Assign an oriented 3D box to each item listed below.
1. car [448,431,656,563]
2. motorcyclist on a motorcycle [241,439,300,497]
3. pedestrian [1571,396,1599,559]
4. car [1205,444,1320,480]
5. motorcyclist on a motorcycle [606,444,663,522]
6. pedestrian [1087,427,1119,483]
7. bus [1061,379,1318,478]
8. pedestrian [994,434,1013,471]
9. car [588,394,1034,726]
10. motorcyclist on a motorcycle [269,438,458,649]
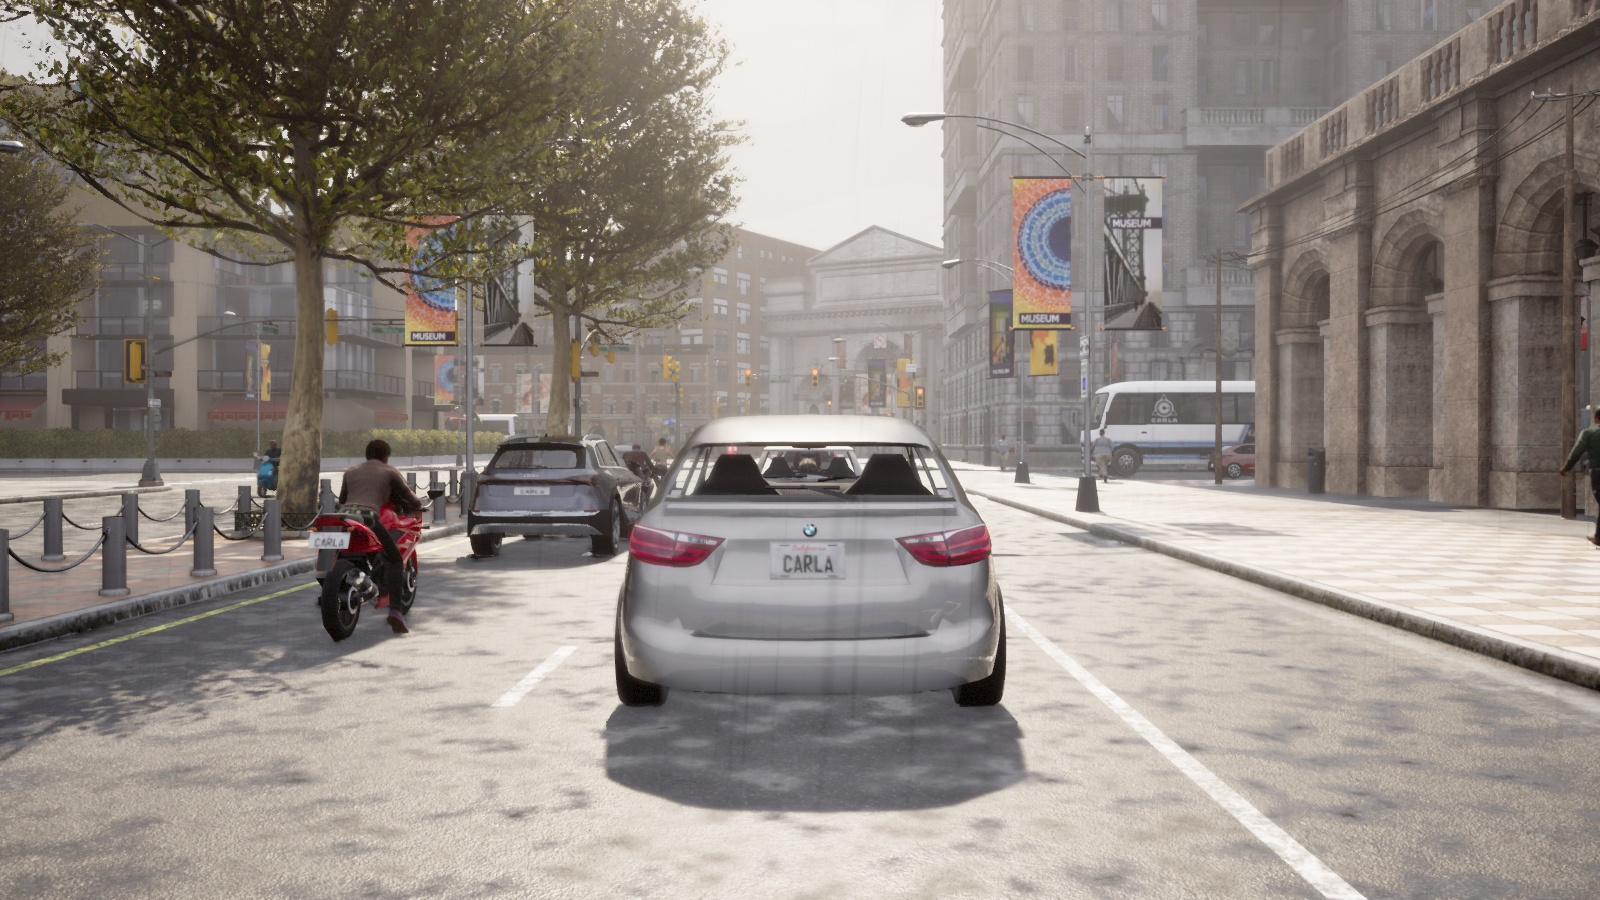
[{"bbox_3d":[-3.385,0.571,18.159,2.033,1.649,4.856,0,0,0],"label":"car"},{"bbox_3d":[-14.763,0.490,35.078,0.866,1.590,1.817,0,0,1],"label":"motorcyclist on a motorcycle"},{"bbox_3d":[9.833,0.324,15.341,0.423,1.949,0.788,0,0,8],"label":"pedestrian"},{"bbox_3d":[19.398,0.478,52.795,4.193,1.474,1.816,0,0,0],"label":"car"},{"bbox_3d":[-3.343,0.634,25.621,0.866,1.530,2.191,0,0,0],"label":"motorcyclist on a motorcycle"},{"bbox_3d":[10.217,0.172,42.369,0.874,1.855,0.900,0,0,0],"label":"pedestrian"},{"bbox_3d":[17.262,-0.934,56.288,10.273,4.253,3.944,0,0,0],"label":"bus"},{"bbox_3d":[10.264,0.103,63.327,0.874,1.855,0.900,0,0,3],"label":"pedestrian"},{"bbox_3d":[0.064,0.542,8.619,2.242,1.667,4.611,0,0,0],"label":"car"},{"bbox_3d":[-3.429,0.669,10.094,0.797,1.523,2.044,0,0,0],"label":"motorcyclist on a motorcycle"}]
